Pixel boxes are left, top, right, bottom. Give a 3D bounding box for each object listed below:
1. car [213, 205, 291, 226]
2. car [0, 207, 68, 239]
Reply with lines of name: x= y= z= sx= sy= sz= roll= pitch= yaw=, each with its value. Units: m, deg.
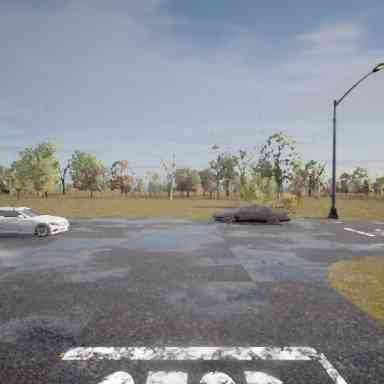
car: x=4.187 y=1.599 z=23.585 sx=5.357 sy=1.411 sz=2.033 roll=1 pitch=0 yaw=0
car: x=-8.656 y=1.486 z=16.684 sx=4.674 sy=1.442 sz=1.812 roll=1 pitch=1 yaw=0
